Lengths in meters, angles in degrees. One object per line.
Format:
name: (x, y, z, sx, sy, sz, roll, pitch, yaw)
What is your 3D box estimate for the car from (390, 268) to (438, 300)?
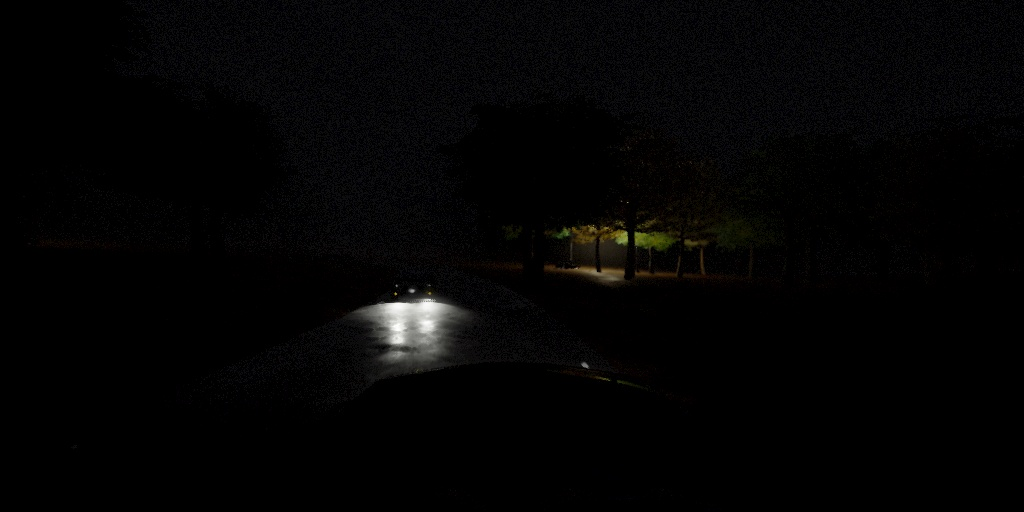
car: (-4.616, 1.305, 17.411, 1.994, 1.385, 4.181, 1, 0, -10)

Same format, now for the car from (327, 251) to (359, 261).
car: (-26.601, 0.006, 56.595, 4.674, 1.442, 1.812, 3, -2, -20)
